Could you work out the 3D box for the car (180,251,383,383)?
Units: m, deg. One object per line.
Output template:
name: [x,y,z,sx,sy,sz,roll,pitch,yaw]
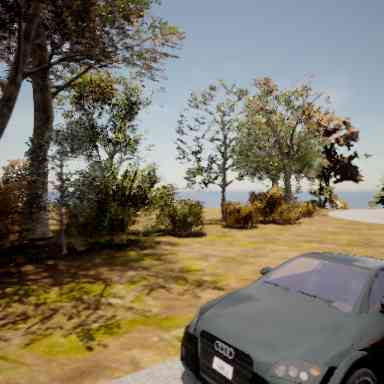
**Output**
car: [1.928,1.565,4.455,4.181,1.385,1.994,0,0,-35]
